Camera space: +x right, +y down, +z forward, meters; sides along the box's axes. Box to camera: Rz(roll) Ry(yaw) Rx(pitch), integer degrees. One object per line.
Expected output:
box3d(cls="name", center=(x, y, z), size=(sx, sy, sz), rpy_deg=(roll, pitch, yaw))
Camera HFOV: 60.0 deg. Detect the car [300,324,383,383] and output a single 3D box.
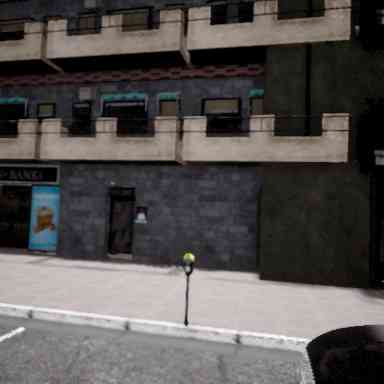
box3d(cls="car", center=(3.502, 1.791, 2.892), size=(4.892, 1.490, 1.837), rpy_deg=(2, -3, 12))
